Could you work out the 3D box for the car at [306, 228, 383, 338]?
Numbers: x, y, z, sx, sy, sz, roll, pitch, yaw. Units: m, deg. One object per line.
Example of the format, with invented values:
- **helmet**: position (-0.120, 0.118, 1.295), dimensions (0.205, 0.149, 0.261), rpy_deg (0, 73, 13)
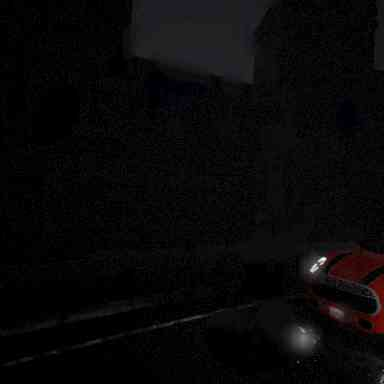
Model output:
- **car**: position (4.401, 1.363, 6.233), dimensions (4.553, 1.767, 2.097), rpy_deg (0, 0, -23)
